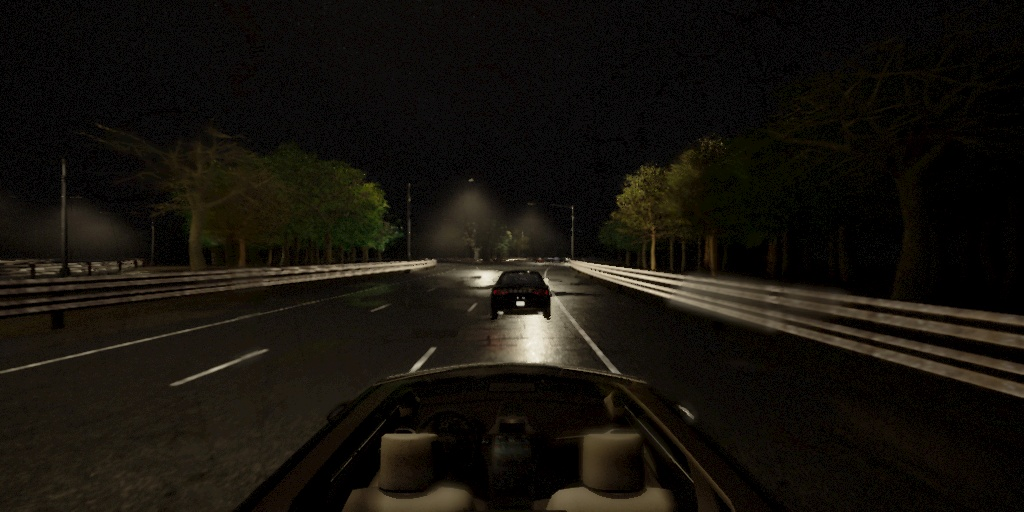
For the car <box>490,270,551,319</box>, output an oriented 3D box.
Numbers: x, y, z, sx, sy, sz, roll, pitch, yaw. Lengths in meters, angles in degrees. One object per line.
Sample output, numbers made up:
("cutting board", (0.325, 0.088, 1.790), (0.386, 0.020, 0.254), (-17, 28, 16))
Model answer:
("car", (0.314, 1.225, 12.847), (1.882, 1.535, 5.008), (0, 0, 2))
